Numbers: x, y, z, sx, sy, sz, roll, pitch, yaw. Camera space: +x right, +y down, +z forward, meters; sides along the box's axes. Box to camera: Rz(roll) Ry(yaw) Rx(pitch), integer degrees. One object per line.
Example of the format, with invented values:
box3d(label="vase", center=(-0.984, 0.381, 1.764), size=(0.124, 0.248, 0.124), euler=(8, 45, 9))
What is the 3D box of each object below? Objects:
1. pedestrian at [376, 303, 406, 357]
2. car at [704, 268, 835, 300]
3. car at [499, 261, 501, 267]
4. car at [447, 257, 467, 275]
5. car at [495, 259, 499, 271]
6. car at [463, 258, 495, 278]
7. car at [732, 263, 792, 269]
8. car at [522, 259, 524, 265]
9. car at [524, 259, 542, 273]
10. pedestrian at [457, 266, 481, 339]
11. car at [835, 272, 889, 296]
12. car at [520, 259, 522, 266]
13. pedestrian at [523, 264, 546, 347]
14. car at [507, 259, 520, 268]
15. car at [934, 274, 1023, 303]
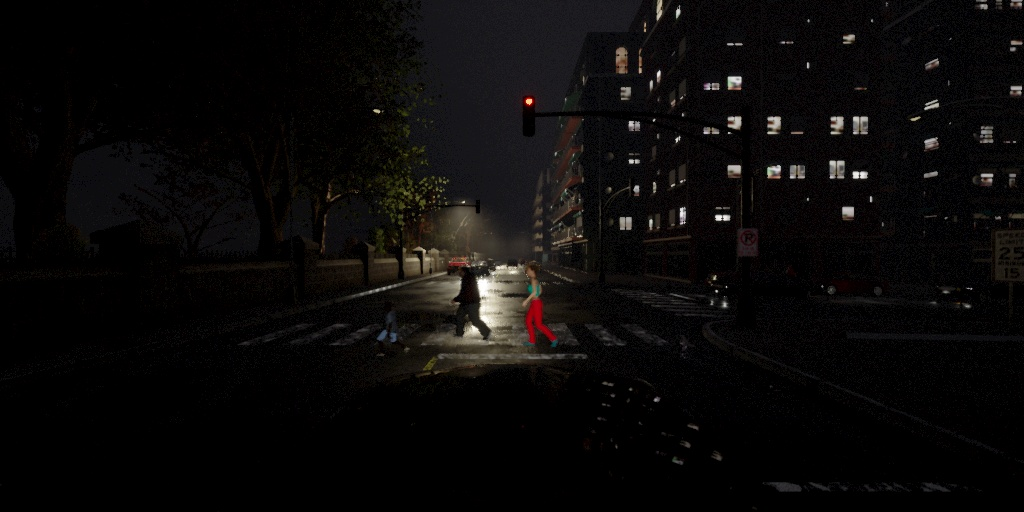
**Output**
box3d(label="pedestrian", center=(-2.427, 1.043, 7.207), size=(0.375, 1.860, 0.375), euler=(0, 0, 0))
box3d(label="car", center=(13.724, 1.565, 19.387), size=(5.357, 1.411, 2.033), euler=(1, 0, 0))
box3d(label="car", center=(-2.964, 1.297, 64.783), size=(1.812, 1.442, 4.674), euler=(0, 0, 1))
box3d(label="car", center=(-5.646, 1.069, 38.590), size=(2.192, 1.841, 5.009), euler=(0, 0, 0))
box3d(label="car", center=(-3.039, 1.262, 46.535), size=(1.837, 1.490, 4.892), euler=(0, 0, 0))
box3d(label="car", center=(-3.063, 1.244, 34.348), size=(2.128, 1.511, 4.902), euler=(0, 0, 0))
box3d(label="car", center=(14.622, 1.338, 21.981), size=(5.009, 1.841, 2.192), euler=(0, 0, 0))
box3d(label="car", center=(2.747, 1.306, 49.651), size=(1.888, 1.381, 4.507), euler=(0, 0, 0))
box3d(label="car", center=(2.741, 1.283, 44.286), size=(1.751, 1.417, 4.829), euler=(0, 0, 0))
box3d(label="pedestrian", center=(-1.003, 1.043, 8.405), size=(0.375, 1.860, 0.375), euler=(0, 0, 0))
box3d(label="car", center=(20.316, 1.671, 21.992), size=(4.507, 1.381, 1.888), euler=(0, 0, 0))
box3d(label="car", center=(2.754, 1.315, 55.187), size=(2.007, 1.370, 4.403), euler=(0, 0, 0))
box3d(label="pedestrian", center=(0.485, 1.043, 7.803), size=(0.375, 1.860, 0.375), euler=(0, 0, 0))
box3d(label="car", center=(0.075, 1.249, 63.484), size=(1.882, 1.535, 5.008), euler=(0, 0, 0))
box3d(label="car", center=(25.931, 1.728, 19.406), size=(4.902, 1.511, 2.128), euler=(1, 0, 0))
